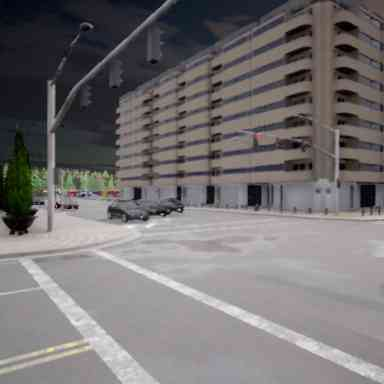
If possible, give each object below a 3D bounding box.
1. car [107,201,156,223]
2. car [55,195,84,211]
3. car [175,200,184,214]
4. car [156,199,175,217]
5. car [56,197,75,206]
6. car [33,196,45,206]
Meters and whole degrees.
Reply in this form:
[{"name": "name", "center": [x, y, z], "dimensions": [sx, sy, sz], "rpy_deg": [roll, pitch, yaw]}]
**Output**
[{"name": "car", "center": [-4.975, 1.476, 25.624], "dimensions": [1.837, 1.490, 4.892], "rpy_deg": [0, 1, -35]}, {"name": "car", "center": [-15.010, 1.453, 39.864], "dimensions": [1.882, 1.535, 5.008], "rpy_deg": [0, 0, -35]}, {"name": "car", "center": [-2.660, 1.501, 34.845], "dimensions": [1.837, 1.490, 4.892], "rpy_deg": [0, 0, -35]}, {"name": "car", "center": [-4.045, 1.533, 30.379], "dimensions": [2.033, 1.411, 5.357], "rpy_deg": [0, 0, -35]}, {"name": "car", "center": [-20.438, 1.550, 53.710], "dimensions": [1.994, 1.385, 4.181], "rpy_deg": [0, 0, -35]}, {"name": "car", "center": [-26.030, 1.481, 55.660], "dimensions": [1.882, 1.535, 5.008], "rpy_deg": [0, 0, -35]}]
